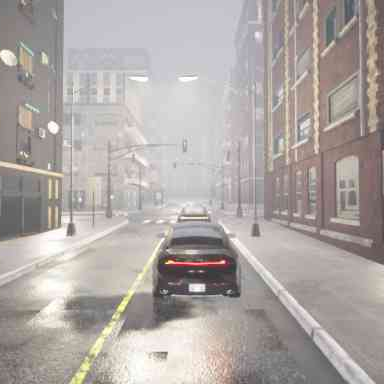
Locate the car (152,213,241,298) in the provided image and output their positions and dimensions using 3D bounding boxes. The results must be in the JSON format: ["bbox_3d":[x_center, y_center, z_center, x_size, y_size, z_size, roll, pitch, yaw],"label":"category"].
[{"bbox_3d":[0.106,1.511,8.521,1.837,1.490,4.892,0,0,0],"label":"car"}]

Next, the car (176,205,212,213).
[{"bbox_3d":[0.130,1.509,18.913,2.128,1.511,4.902,0,0,0],"label":"car"}]
